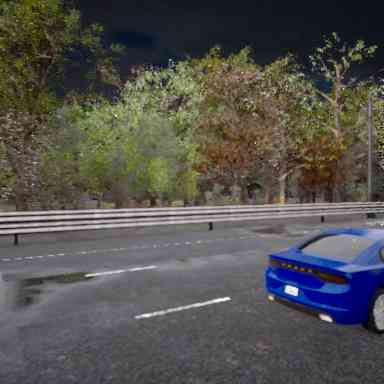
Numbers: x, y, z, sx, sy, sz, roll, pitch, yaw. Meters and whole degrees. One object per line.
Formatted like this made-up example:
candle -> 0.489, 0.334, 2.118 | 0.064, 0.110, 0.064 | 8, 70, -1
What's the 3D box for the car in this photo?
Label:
car -> 3.748, 1.478, 6.782 | 5.008, 1.535, 1.882 | 0, 0, -32
